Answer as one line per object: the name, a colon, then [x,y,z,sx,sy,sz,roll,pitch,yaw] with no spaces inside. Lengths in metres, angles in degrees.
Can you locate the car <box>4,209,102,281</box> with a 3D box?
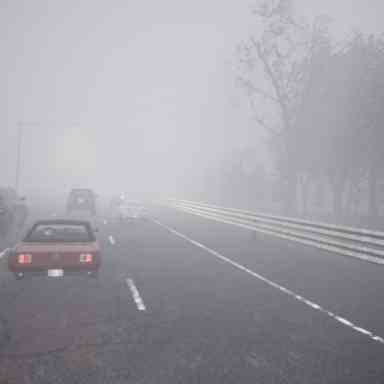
car: [-3.555,1.400,9.215,1.895,1.301,4.718,3,0,-17]

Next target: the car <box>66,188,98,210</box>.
car: [-8.852,0.715,26.931,2.150,2.045,5.566,3,0,-16]

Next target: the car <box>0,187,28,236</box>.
car: [-8.959,0.740,14.945,2.150,2.045,5.566,3,0,-17]

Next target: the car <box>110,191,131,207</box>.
car: [-8.836,1.016,39.690,2.033,1.411,5.357,3,0,-15]

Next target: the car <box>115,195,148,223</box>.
car: [-4.139,1.258,23.073,1.812,1.442,4.674,3,0,-16]

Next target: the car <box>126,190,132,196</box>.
car: [-16.985,0.384,88.664,1.812,1.442,4.674,3,0,-10]
